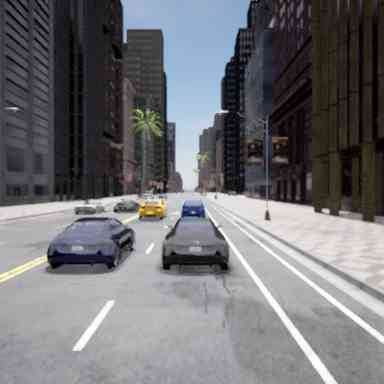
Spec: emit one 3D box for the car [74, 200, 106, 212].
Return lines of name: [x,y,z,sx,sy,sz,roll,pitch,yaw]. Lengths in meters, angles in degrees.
car: [-9.840,1.459,32.351,1.895,1.301,4.718,0,0,0]

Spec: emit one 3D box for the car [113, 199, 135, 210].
car: [-6.587,1.417,33.538,1.994,1.385,4.181,0,0,0]

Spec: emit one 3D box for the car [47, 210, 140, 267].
car: [-3.153,1.515,11.160,1.994,1.385,4.181,0,0,0]

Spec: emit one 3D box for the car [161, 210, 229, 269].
car: [0.097,1.515,11.022,1.994,1.385,4.181,0,0,0]

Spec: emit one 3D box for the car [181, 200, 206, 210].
car: [0.102,1.358,27.425,1.882,1.535,5.008,0,0,0]

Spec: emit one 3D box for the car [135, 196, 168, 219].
car: [-3.148,1.357,27.429,1.882,1.535,5.008,0,0,0]

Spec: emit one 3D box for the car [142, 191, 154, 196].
car: [-9.736,0.782,73.807,2.150,2.045,5.566,0,0,0]

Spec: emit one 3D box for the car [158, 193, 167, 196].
car: [-6.486,0.973,74.452,2.033,1.411,5.357,0,0,0]
